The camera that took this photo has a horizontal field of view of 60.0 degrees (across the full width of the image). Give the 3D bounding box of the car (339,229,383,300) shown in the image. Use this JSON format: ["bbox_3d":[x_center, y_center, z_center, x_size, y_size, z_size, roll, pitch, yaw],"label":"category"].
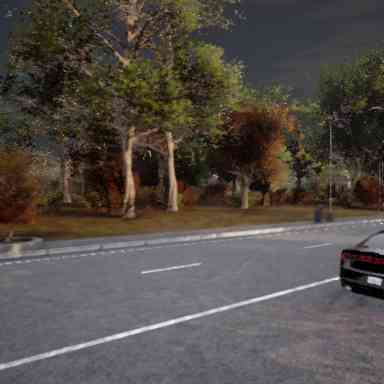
[{"bbox_3d":[5.434,1.507,7.645,5.008,1.535,1.882,0,0,-35],"label":"car"}]
